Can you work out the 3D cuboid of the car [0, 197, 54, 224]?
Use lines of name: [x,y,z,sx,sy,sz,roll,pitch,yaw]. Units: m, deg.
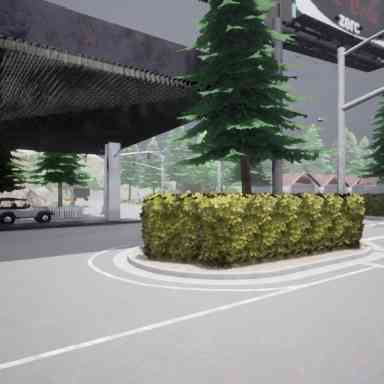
car: [-11.963,1.313,23.490,3.866,1.878,1.905,0,0,-36]
